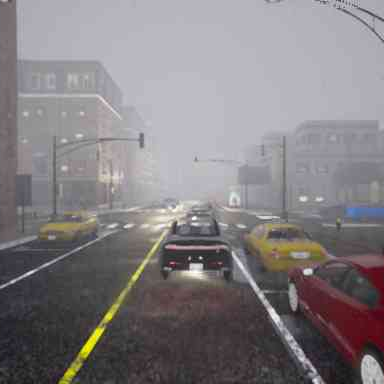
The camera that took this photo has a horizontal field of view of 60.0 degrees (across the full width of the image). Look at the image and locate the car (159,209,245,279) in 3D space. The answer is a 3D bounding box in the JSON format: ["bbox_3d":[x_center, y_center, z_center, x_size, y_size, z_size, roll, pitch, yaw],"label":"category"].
[{"bbox_3d":[0.097,1.499,10.057,2.128,1.511,4.902,0,0,0],"label":"car"}]

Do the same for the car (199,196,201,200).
[{"bbox_3d":[2.670,1.653,59.938,1.802,1.307,4.206,0,0,0],"label":"car"}]

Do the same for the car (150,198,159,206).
[{"bbox_3d":[-5.709,1.612,54.227,2.008,1.369,4.403,0,0,0],"label":"car"}]

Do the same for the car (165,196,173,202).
[{"bbox_3d":[-5.717,1.645,82.541,1.752,1.417,4.829,0,0,0],"label":"car"}]

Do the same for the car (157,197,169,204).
[{"bbox_3d":[-5.712,1.633,65.621,2.008,1.369,4.403,0,0,0],"label":"car"}]

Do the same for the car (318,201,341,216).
[{"bbox_3d":[14.656,1.615,32.631,4.181,1.385,1.994,0,0,0],"label":"car"}]

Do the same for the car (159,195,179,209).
[{"bbox_3d":[-3.107,1.572,46.121,1.812,1.442,4.674,0,0,0],"label":"car"}]

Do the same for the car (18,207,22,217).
[{"bbox_3d":[-17.292,1.534,29.187,4.674,1.442,1.812,0,0,1],"label":"car"}]

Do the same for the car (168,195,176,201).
[{"bbox_3d":[-5.721,1.589,94.103,1.967,1.590,4.097,-1,0,0],"label":"car"}]

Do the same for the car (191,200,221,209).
[{"bbox_3d":[0.914,1.516,22.892,2.128,1.511,4.902,0,0,11],"label":"car"}]

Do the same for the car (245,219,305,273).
[{"bbox_3d":[2.682,1.532,10.546,1.752,1.417,4.829,0,0,0],"label":"car"}]

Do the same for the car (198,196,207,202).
[{"bbox_3d":[2.664,1.670,82.725,2.008,1.369,4.403,-1,0,0],"label":"car"}]

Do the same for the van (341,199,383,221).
[{"bbox_3d":[14.651,1.428,26.842,3.998,1.788,1.690,0,0,0],"label":"van"}]

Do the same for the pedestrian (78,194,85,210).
[{"bbox_3d":[-12.640,1.103,37.954,0.375,1.860,0.375,0,0,0],"label":"pedestrian"}]

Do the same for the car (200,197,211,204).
[{"bbox_3d":[2.668,1.633,65.635,2.008,1.369,4.403,0,0,0],"label":"car"}]

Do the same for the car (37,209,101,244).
[{"bbox_3d":[-5.700,1.537,15.905,1.752,1.417,4.829,0,0,0],"label":"car"}]

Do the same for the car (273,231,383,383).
[{"bbox_3d":[2.684,1.547,4.679,1.887,1.381,4.507,0,0,0],"label":"car"}]

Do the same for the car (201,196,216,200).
[{"bbox_3d":[2.672,1.490,48.545,1.967,1.590,4.097,0,0,0],"label":"car"}]
